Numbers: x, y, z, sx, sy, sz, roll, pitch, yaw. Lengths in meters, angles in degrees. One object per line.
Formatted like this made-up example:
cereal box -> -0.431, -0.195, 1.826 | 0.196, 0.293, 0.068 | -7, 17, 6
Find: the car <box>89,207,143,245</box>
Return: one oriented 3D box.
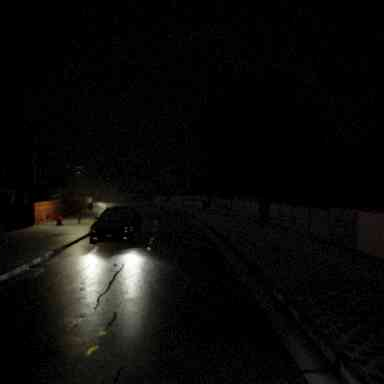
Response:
car -> -3.391, 1.449, 15.563 | 1.882, 1.535, 5.008 | 0, 0, -4
